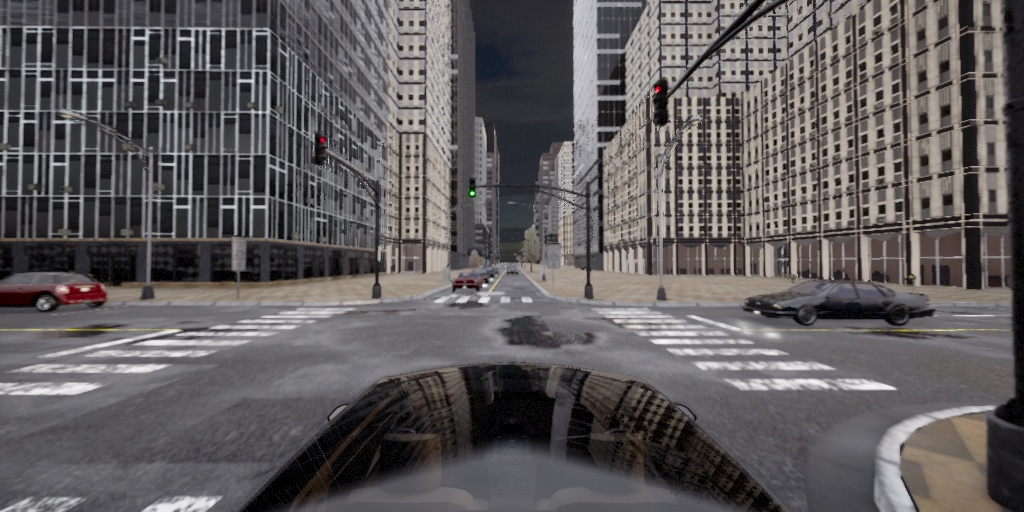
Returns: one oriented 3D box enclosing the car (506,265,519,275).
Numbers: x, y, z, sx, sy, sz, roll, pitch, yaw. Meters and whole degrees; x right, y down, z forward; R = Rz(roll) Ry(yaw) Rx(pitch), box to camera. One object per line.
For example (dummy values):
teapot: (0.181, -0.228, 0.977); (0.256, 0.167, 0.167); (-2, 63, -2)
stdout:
car: (0.090, 2.246, 56.511); (2.033, 1.411, 5.357); (0, -1, 0)

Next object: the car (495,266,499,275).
car: (-3.099, 2.065, 45.704); (2.033, 1.411, 5.357); (0, -1, 0)

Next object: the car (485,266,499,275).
car: (-3.060, 2.257, 55.962); (1.994, 1.385, 4.181); (0, -1, 1)

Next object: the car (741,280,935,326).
car: (10.968, 1.535, 12.247); (5.357, 1.411, 2.033); (0, -1, -1)

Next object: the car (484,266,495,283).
car: (-3.105, 1.887, 35.310); (2.033, 1.411, 5.357); (0, -1, 0)

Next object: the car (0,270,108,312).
car: (-19.211, 1.363, 14.462); (4.097, 1.591, 1.967); (0, 0, -1)

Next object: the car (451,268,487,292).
car: (-3.093, 1.772, 25.540); (1.895, 1.301, 4.718); (0, -1, -1)
